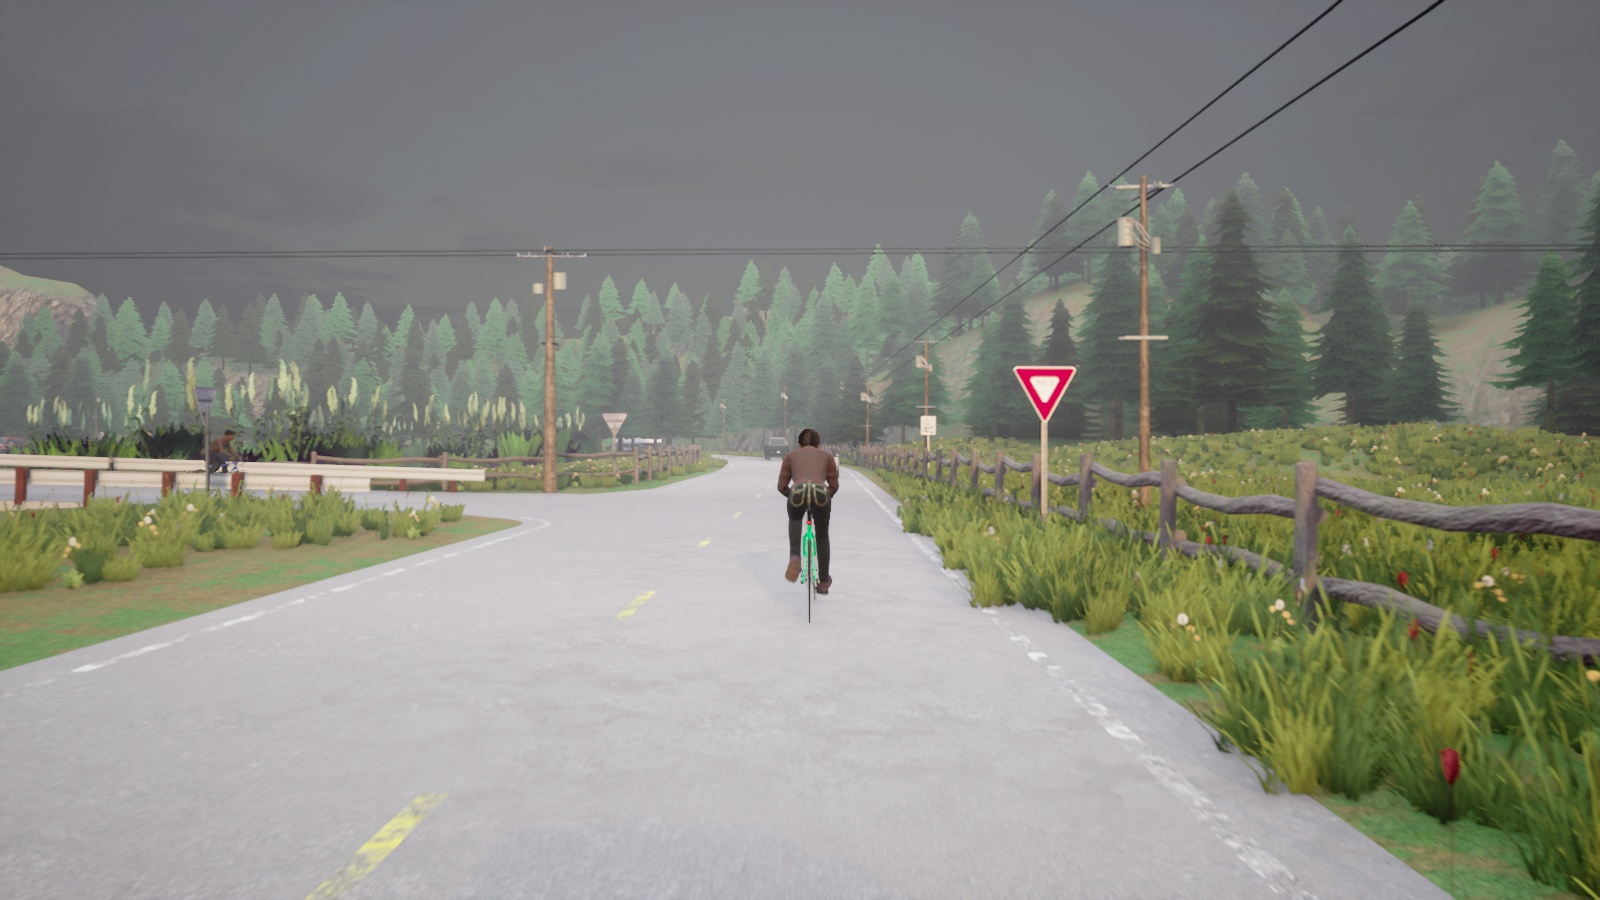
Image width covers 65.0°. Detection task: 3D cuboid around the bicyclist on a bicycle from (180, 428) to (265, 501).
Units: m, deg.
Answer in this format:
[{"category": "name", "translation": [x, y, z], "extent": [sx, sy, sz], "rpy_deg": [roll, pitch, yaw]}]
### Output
[{"category": "bicyclist on a bicycle", "translation": [-13.241, 0.325, 28.795], "extent": [1.656, 1.620, 0.582], "rpy_deg": [2, 0, 2]}]

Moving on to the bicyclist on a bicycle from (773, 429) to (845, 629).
[{"category": "bicyclist on a bicycle", "translation": [0.082, 0.637, 10.990], "extent": [0.582, 1.620, 1.656], "rpy_deg": [0, 0, 0]}]
